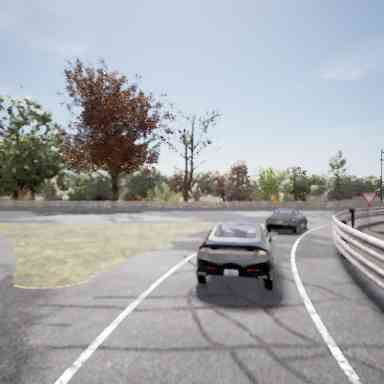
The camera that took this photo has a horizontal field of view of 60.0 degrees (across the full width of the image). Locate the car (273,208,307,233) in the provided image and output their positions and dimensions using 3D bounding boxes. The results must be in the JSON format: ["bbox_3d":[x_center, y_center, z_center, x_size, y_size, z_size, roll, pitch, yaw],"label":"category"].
[{"bbox_3d":[6.090,1.739,21.309,1.994,1.385,4.181,0,0,28],"label":"car"}]

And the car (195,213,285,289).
[{"bbox_3d":[1.381,1.557,9.494,2.128,1.511,4.902,0,-1,13],"label":"car"}]
